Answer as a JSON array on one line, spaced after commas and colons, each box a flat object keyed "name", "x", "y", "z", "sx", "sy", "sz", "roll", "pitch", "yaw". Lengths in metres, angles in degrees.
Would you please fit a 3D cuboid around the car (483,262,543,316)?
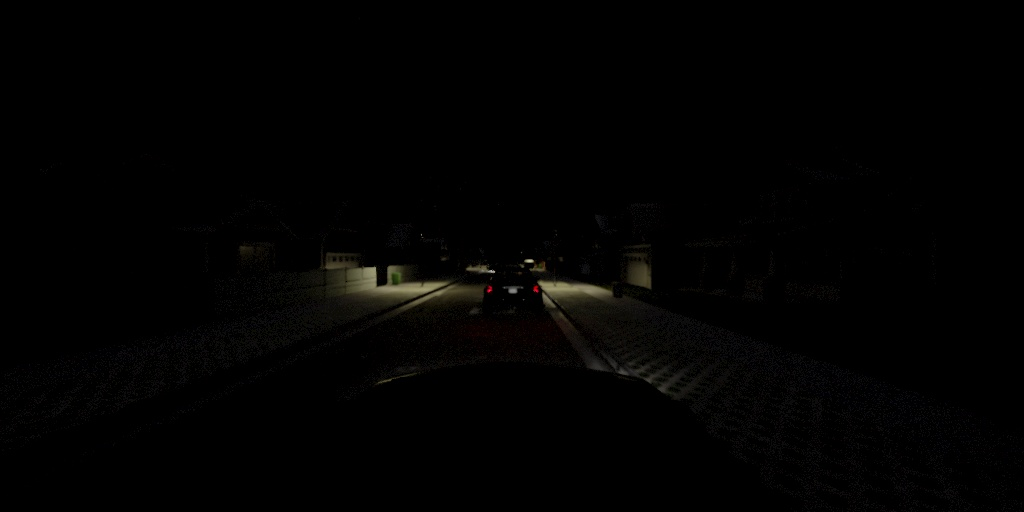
[{"name": "car", "x": 0.048, "y": 1.205, "z": 14.127, "sx": 2.097, "sy": 1.767, "sz": 4.553, "roll": 0, "pitch": -1, "yaw": 0}]

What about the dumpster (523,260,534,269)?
[{"name": "dumpster", "x": 3.020, "y": 1.634, "z": 64.951, "sx": 1.020, "sy": 1.700, "sz": 1.940, "roll": 0, "pitch": 0, "yaw": 0}]

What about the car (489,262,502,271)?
[{"name": "car", "x": -2.786, "y": 1.773, "z": 60.552, "sx": 1.994, "sy": 1.385, "sz": 4.181, "roll": 0, "pitch": 0, "yaw": 1}]
